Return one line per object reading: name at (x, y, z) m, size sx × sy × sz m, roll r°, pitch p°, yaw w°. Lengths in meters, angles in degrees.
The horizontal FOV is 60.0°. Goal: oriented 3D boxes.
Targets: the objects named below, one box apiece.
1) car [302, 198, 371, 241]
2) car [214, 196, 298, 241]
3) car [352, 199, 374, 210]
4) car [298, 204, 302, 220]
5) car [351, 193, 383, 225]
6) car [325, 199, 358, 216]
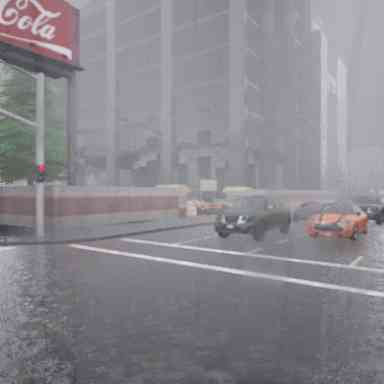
car at (7.493, 1.349, 16.977) m, size 2.097 × 1.767 × 4.553 m, roll 0°, pitch 0°, yaw 36°
car at (3.325, 1.215, 17.185) m, size 2.150 × 2.045 × 5.566 m, roll 0°, pitch 0°, yaw 36°
car at (22.349, 1.595, 43.422) m, size 1.895 × 1.301 × 4.718 m, roll 0°, pitch 0°, yaw 36°
car at (9.109, 1.498, 25.199) m, size 1.837 × 1.490 × 4.892 m, roll 0°, pitch 0°, yaw 36°
car at (12.983, 1.219, 24.582) m, size 2.150 × 2.045 × 5.566 m, roll 0°, pitch 0°, yaw 36°
car at (15.109, 1.485, 33.502) m, size 2.128 × 1.511 × 4.902 m, roll 0°, pitch 0°, yaw 36°
